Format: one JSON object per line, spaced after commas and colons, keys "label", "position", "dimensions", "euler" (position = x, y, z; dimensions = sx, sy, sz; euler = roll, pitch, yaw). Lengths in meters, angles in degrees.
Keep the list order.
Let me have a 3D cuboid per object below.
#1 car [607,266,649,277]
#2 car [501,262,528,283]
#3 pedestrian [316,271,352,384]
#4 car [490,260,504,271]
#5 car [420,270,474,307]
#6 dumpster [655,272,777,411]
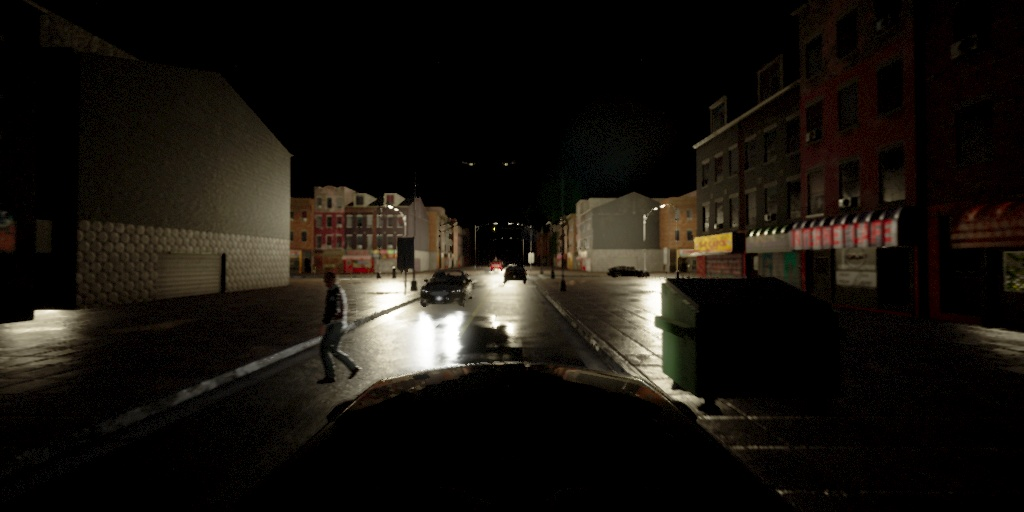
{"label": "car", "position": [12.337, 1.683, 38.192], "dimensions": [4.313, 1.339, 1.948], "euler": [0, 0, 0]}
{"label": "car", "position": [0.379, 1.571, 31.893], "dimensions": [1.882, 1.535, 5.008], "euler": [0, -1, 4]}
{"label": "pedestrian", "position": [-2.871, 1.088, 5.756], "dimensions": [0.375, 1.860, 0.375], "euler": [0, -1, -10]}
{"label": "car", "position": [-2.813, 1.723, 65.397], "dimensions": [2.150, 2.045, 5.566], "euler": [0, -1, 1]}
{"label": "car", "position": [-2.845, 1.403, 16.477], "dimensions": [2.128, 1.511, 4.902], "euler": [0, 0, 0]}
{"label": "dumpster", "position": [3.009, 1.191, 5.777], "dimensions": [1.020, 1.700, 1.940], "euler": [0, 0, 0]}
